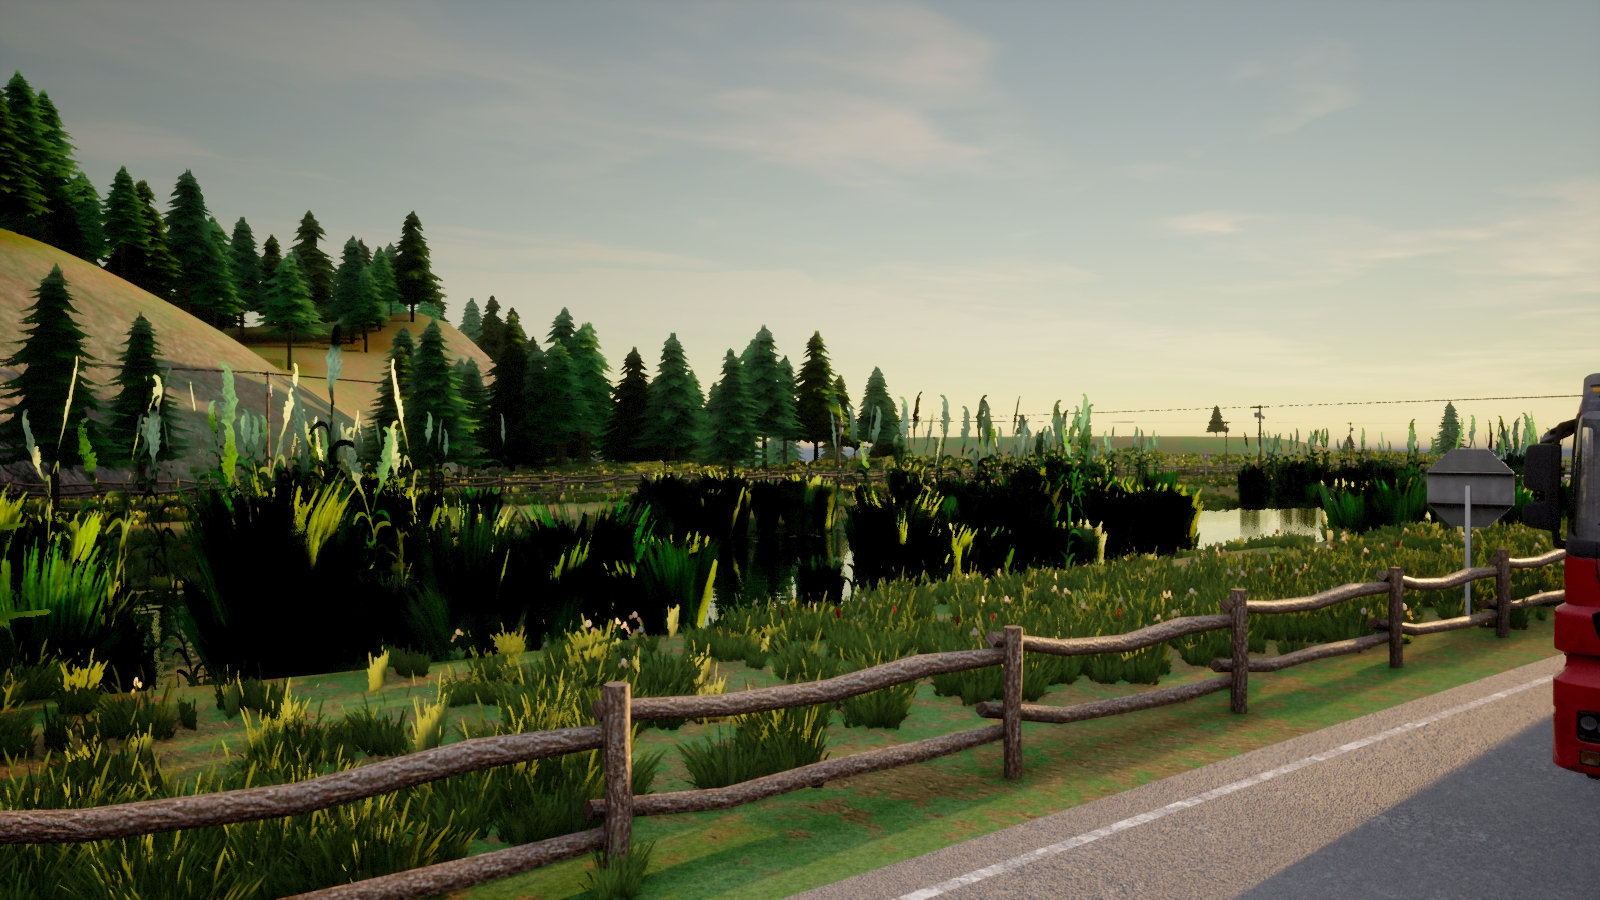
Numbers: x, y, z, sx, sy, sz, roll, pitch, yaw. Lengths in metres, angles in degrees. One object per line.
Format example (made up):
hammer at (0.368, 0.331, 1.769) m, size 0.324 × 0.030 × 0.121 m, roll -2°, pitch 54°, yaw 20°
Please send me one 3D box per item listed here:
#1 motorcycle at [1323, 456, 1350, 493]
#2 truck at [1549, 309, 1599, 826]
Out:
motorcycle at (34.996, 1.577, 74.472) m, size 2.033 × 2.348 × 0.803 m, roll 0°, pitch 0°, yaw -39°
truck at (9.517, 0.862, 10.949) m, size 2.891 × 3.827 × 8.468 m, roll 0°, pitch 0°, yaw 40°
